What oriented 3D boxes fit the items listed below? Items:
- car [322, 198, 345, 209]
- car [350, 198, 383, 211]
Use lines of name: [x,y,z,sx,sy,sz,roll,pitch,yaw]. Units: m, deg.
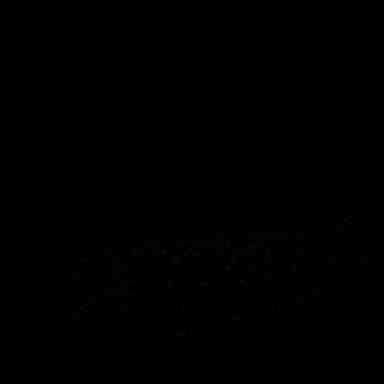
car: [17.270,1.453,43.183,1.752,1.417,4.829,-1,0,-36]
car: [20.641,1.413,38.470,1.887,1.381,4.507,-1,0,-36]
